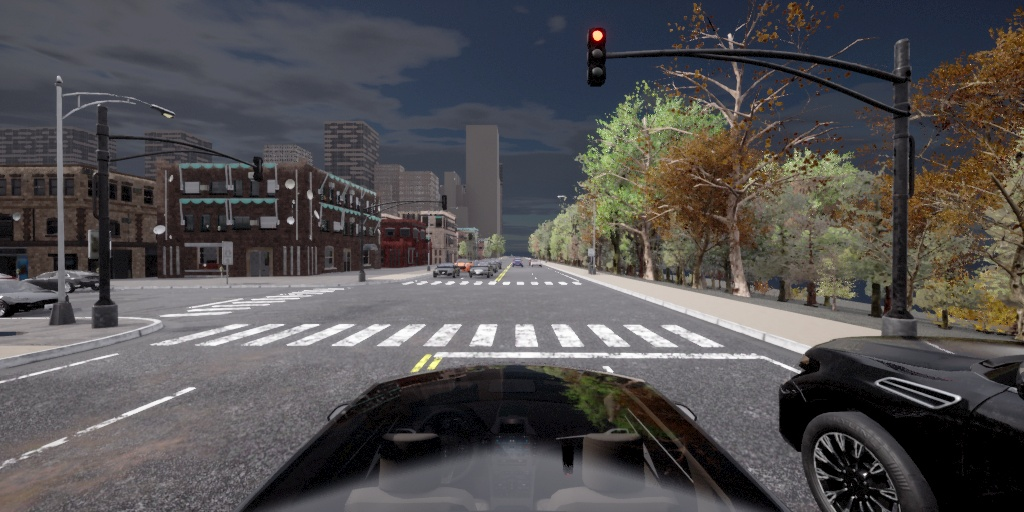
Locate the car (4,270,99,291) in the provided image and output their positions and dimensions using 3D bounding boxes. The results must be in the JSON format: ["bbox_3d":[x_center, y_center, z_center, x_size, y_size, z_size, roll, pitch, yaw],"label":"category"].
[{"bbox_3d":[-27.958,1.560,22.352,4.403,1.370,2.007,0,0,1],"label":"car"}]

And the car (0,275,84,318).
[{"bbox_3d":[-19.766,1.565,13.704,4.313,1.339,1.948,0,0,1],"label":"car"}]

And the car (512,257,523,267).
[{"bbox_3d":[1.002,1.252,63.791,1.812,1.442,4.674,0,0,1],"label":"car"}]

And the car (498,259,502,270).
[{"bbox_3d":[-2.673,1.227,43.260,2.128,1.511,4.902,0,0,1],"label":"car"}]

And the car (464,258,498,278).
[{"bbox_3d":[-2.820,1.232,33.769,2.128,1.511,4.902,0,0,3],"label":"car"}]

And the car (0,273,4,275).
[{"bbox_3d":[-33.493,1.654,22.449,4.207,1.307,1.802,0,0,1],"label":"car"}]

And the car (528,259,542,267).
[{"bbox_3d":[4.362,1.327,64.121,1.895,1.301,4.718,0,0,1],"label":"car"}]

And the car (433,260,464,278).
[{"bbox_3d":[-6.080,1.304,33.755,1.994,1.385,4.181,0,0,1],"label":"car"}]

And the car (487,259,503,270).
[{"bbox_3d":[-2.503,1.223,53.502,2.128,1.511,4.902,0,0,1],"label":"car"}]

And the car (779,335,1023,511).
[{"bbox_3d":[3.322,0.972,0.665,2.150,2.045,5.566,0,0,1],"label":"car"}]

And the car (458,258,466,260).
[{"bbox_3d":[-5.914,1.088,43.751,2.097,1.767,4.553,0,0,1],"label":"car"}]
